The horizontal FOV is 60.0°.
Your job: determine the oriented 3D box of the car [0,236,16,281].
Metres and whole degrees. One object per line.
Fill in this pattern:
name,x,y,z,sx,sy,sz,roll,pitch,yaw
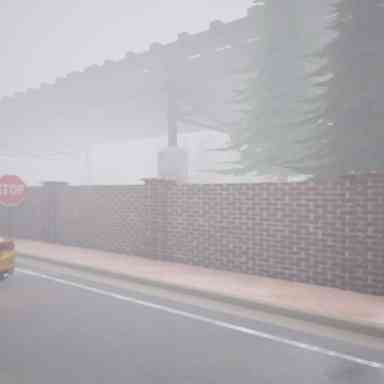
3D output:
car,-6.507,1.463,8.583,5.008,1.535,1.882,0,0,36
